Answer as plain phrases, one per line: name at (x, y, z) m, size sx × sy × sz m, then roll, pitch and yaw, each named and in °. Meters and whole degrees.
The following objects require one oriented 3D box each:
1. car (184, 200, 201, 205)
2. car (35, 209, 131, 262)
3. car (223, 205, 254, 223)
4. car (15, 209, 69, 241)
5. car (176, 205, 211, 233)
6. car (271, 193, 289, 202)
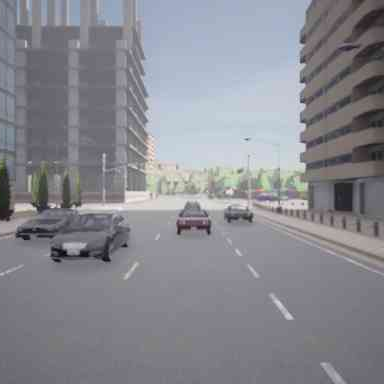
car at (0.041, 1.659, 38.402) m, size 1.994 × 1.385 × 4.181 m, roll 0°, pitch 0°, yaw -1°
car at (-3.500, 1.522, 12.272) m, size 2.128 × 1.511 × 4.902 m, roll 0°, pitch 0°, yaw 0°
car at (3.542, 1.666, 26.229) m, size 1.895 × 1.301 × 4.718 m, roll 0°, pitch 0°, yaw 1°
car at (-6.999, 1.591, 17.352) m, size 2.033 × 1.411 × 5.357 m, roll 0°, pitch 0°, yaw 0°
car at (0.101, 1.650, 19.849) m, size 1.895 × 1.301 × 4.718 m, roll 0°, pitch 0°, yaw 0°
car at (24.283, 1.674, 90.442) m, size 3.806 × 1.475 × 1.970 m, roll 0°, pitch 0°, yaw 0°
